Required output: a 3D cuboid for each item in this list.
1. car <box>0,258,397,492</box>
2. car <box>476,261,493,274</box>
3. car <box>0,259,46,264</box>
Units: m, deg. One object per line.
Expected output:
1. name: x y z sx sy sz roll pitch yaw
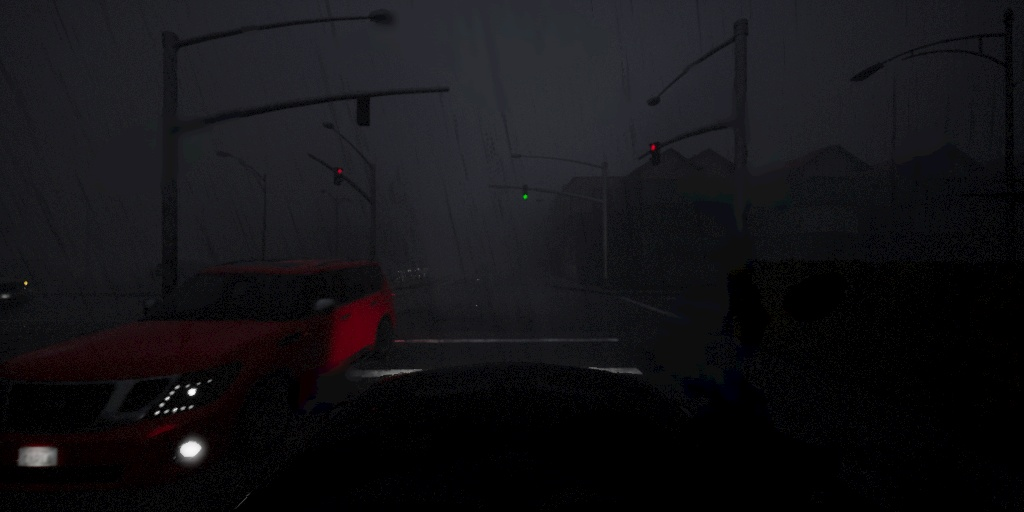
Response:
1. car: -3.497 1.090 5.402 2.150 2.045 5.566 0 1 0
2. car: -3.553 1.496 46.976 1.837 1.490 4.892 0 2 0
3. car: -22.512 1.216 13.995 5.566 2.045 2.150 0 0 0
